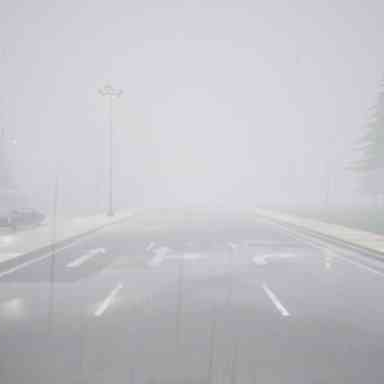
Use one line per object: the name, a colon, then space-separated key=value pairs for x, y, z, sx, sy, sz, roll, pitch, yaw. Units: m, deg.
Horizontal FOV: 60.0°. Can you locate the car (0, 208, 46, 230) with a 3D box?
car: x=-11.510 y=1.724 z=21.822 sx=1.895 sy=1.301 sz=4.718 roll=0 pitch=0 yaw=0
